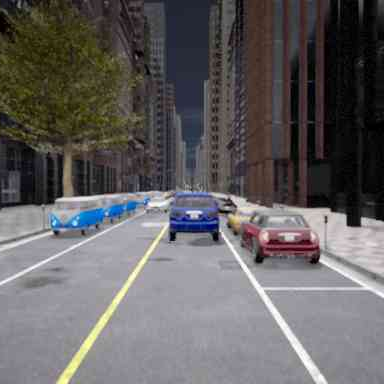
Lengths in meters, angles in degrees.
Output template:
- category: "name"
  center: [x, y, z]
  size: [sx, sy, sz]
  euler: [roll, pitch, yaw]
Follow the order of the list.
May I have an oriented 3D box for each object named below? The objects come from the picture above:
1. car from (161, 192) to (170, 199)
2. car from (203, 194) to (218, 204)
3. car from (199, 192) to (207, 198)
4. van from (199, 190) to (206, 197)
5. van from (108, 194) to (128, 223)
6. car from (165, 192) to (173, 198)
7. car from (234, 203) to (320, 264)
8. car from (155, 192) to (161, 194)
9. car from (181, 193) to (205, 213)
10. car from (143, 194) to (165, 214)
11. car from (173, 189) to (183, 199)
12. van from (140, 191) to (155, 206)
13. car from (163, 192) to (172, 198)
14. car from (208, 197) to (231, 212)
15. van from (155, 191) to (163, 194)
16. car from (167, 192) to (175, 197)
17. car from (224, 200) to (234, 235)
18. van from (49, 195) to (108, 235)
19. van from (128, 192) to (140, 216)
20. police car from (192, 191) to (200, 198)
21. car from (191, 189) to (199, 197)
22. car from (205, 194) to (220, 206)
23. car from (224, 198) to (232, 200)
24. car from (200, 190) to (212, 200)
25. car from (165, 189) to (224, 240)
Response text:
- category: "car"
  center: [-5.773, 0.756, 72.966]
  size: [1.752, 1.417, 4.829]
  euler: [0, 1, 0]
- category: "car"
  center: [2.755, 1.024, 50.674]
  size: [1.947, 1.339, 4.313]
  euler: [0, 1, 0]
- category: "car"
  center: [2.750, 0.670, 84.385]
  size: [2.008, 1.369, 4.403]
  euler: [0, 1, 0]
- category: "van"
  center: [2.749, 0.405, 90.001]
  size: [1.690, 1.788, 3.998]
  euler: [0, 1, 0]
- category: "van"
  center: [-5.765, 1.095, 22.572]
  size: [1.690, 1.788, 3.998]
  euler: [0, 1, 0]
- category: "car"
  center: [-5.775, 0.663, 84.373]
  size: [1.887, 1.381, 4.507]
  euler: [0, 1, 0]
- category: "car"
  center: [2.761, 1.315, 11.344]
  size: [1.967, 1.590, 4.097]
  euler: [0, 1, 0]
- category: "car"
  center: [-5.769, 1.061, 45.046]
  size: [1.887, 1.381, 4.507]
  euler: [0, 1, 0]
- category: "car"
  center: [0.092, 1.003, 32.192]
  size: [2.097, 1.767, 4.553]
  euler: [0, 1, 0]
- category: "car"
  center: [-3.103, 1.192, 30.815]
  size: [1.812, 1.442, 4.674]
  euler: [0, 1, 0]
- category: "car"
  center: [-3.011, 0.424, 72.709]
  size: [2.150, 2.045, 5.566]
  euler: [0, 1, 0]
- category: "van"
  center: [-5.768, 0.916, 39.426]
  size: [1.690, 1.788, 3.998]
  euler: [0, 1, 0]
- category: "car"
  center: [-5.774, 0.724, 78.761]
  size: [2.008, 1.369, 4.403]
  euler: [0, 1, 0]
- category: "car"
  center: [2.758, 1.201, 33.819]
  size: [1.947, 1.339, 4.313]
  euler: [0, 1, 0]
- category: "van"
  center: [-5.769, 0.799, 50.662]
  size: [1.690, 1.788, 3.998]
  euler: [0, 1, 0]
- category: "car"
  center: [-5.776, 0.608, 89.991]
  size: [1.887, 1.381, 4.507]
  euler: [0, 1, 0]
- category: "car"
  center: [2.760, 1.338, 17.133]
  size: [1.752, 1.417, 4.829]
  euler: [0, 1, 0]
- category: "van"
  center: [-5.764, 1.155, 16.954]
  size: [1.690, 1.788, 3.998]
  euler: [0, 1, 0]
- category: "van"
  center: [-5.766, 1.035, 28.190]
  size: [1.690, 1.788, 3.998]
  euler: [0, 1, 0]
- category: "police car"
  center: [0.888, 0.559, 82.861]
  size: [1.930, 1.638, 5.238]
  euler: [0, 1, 0]
- category: "car"
  center: [0.886, 0.261, 92.778]
  size: [2.150, 2.045, 5.566]
  euler: [0, 1, 0]
- category: "car"
  center: [2.756, 1.040, 45.226]
  size: [1.752, 1.417, 4.829]
  euler: [0, 1, 0]
- category: "car"
  center: [2.759, 1.260, 28.201]
  size: [1.947, 1.339, 4.313]
  euler: [0, 1, 0]
- category: "car"
  center: [2.753, 0.601, 67.528]
  size: [2.192, 1.841, 5.009]
  euler: [0, 1, 0]
- category: "car"
  center: [0.095, 1.045, 15.995]
  size: [2.150, 2.045, 5.566]
  euler: [0, 1, 0]
